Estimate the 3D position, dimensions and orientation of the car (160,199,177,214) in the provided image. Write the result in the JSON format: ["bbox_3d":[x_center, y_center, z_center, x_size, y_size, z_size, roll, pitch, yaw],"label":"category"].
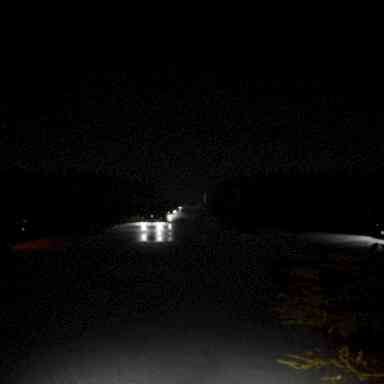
[{"bbox_3d":[-3.091,1.676,38.065,1.837,1.490,4.892,0,0,0],"label":"car"}]

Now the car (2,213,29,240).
[{"bbox_3d":[-10.663,1.680,16.322,5.008,1.535,1.882,-1,-1,4],"label":"car"}]

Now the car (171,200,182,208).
[{"bbox_3d":[-2.927,2.202,63.542,1.837,1.490,4.892,0,-1,0],"label":"car"}]

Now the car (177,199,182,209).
[{"bbox_3d":[-3.053,1.791,48.522,2.128,1.511,4.902,0,-1,0],"label":"car"}]

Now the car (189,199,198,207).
[{"bbox_3d":[0.289,2.240,69.475,2.128,1.511,4.902,0,-1,0],"label":"car"}]

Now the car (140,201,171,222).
[{"bbox_3d":[-3.114,1.715,27.864,1.994,1.385,4.181,0,0,0],"label":"car"}]
